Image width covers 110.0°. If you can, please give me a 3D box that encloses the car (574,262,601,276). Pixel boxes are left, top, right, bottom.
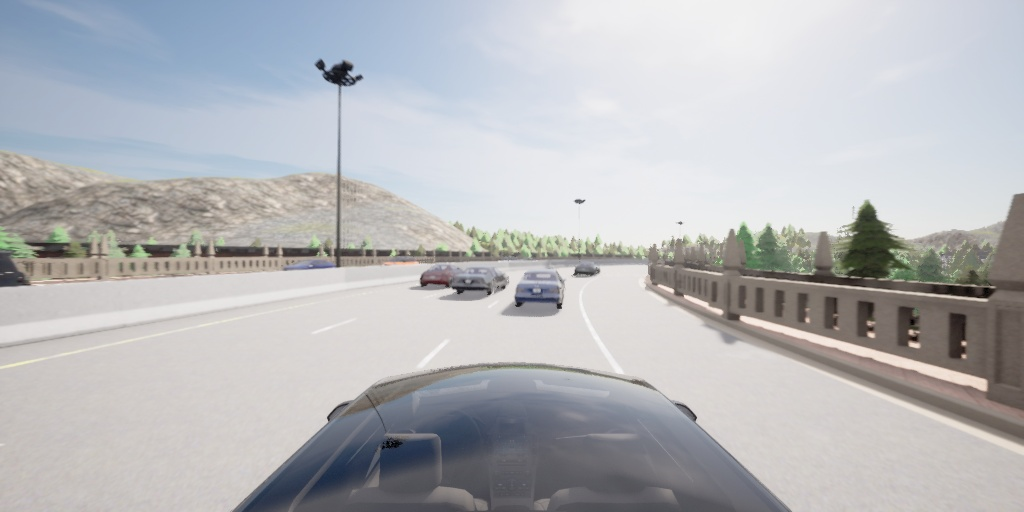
[{"bbox_3d":[7.608,1.256,36.020,1.994,1.385,4.181,1,0,24],"label":"car"}]

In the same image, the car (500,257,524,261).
[{"bbox_3d":[-0.618,0.907,51.138,2.097,1.767,4.553,1,0,30],"label":"car"}]

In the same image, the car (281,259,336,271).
[{"bbox_3d":[-16.926,1.005,30.129,1.812,1.442,4.674,1,0,16],"label":"car"}]

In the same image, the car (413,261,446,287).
[{"bbox_3d":[-4.176,1.193,22.842,1.994,1.385,4.181,1,0,13],"label":"car"}]

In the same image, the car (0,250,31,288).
[{"bbox_3d":[-13.799,0.820,7.043,2.150,2.045,5.566,1,0,4],"label":"car"}]

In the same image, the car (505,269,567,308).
[{"bbox_3d":[1.283,1.259,15.132,2.033,1.411,5.357,1,0,10],"label":"car"}]

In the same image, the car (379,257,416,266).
[{"bbox_3d":[-11.358,0.862,36.042,2.097,1.767,4.553,1,0,20],"label":"car"}]

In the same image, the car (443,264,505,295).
[{"bbox_3d":[-1.529,1.217,19.070,2.033,1.411,5.357,1,0,12],"label":"car"}]
